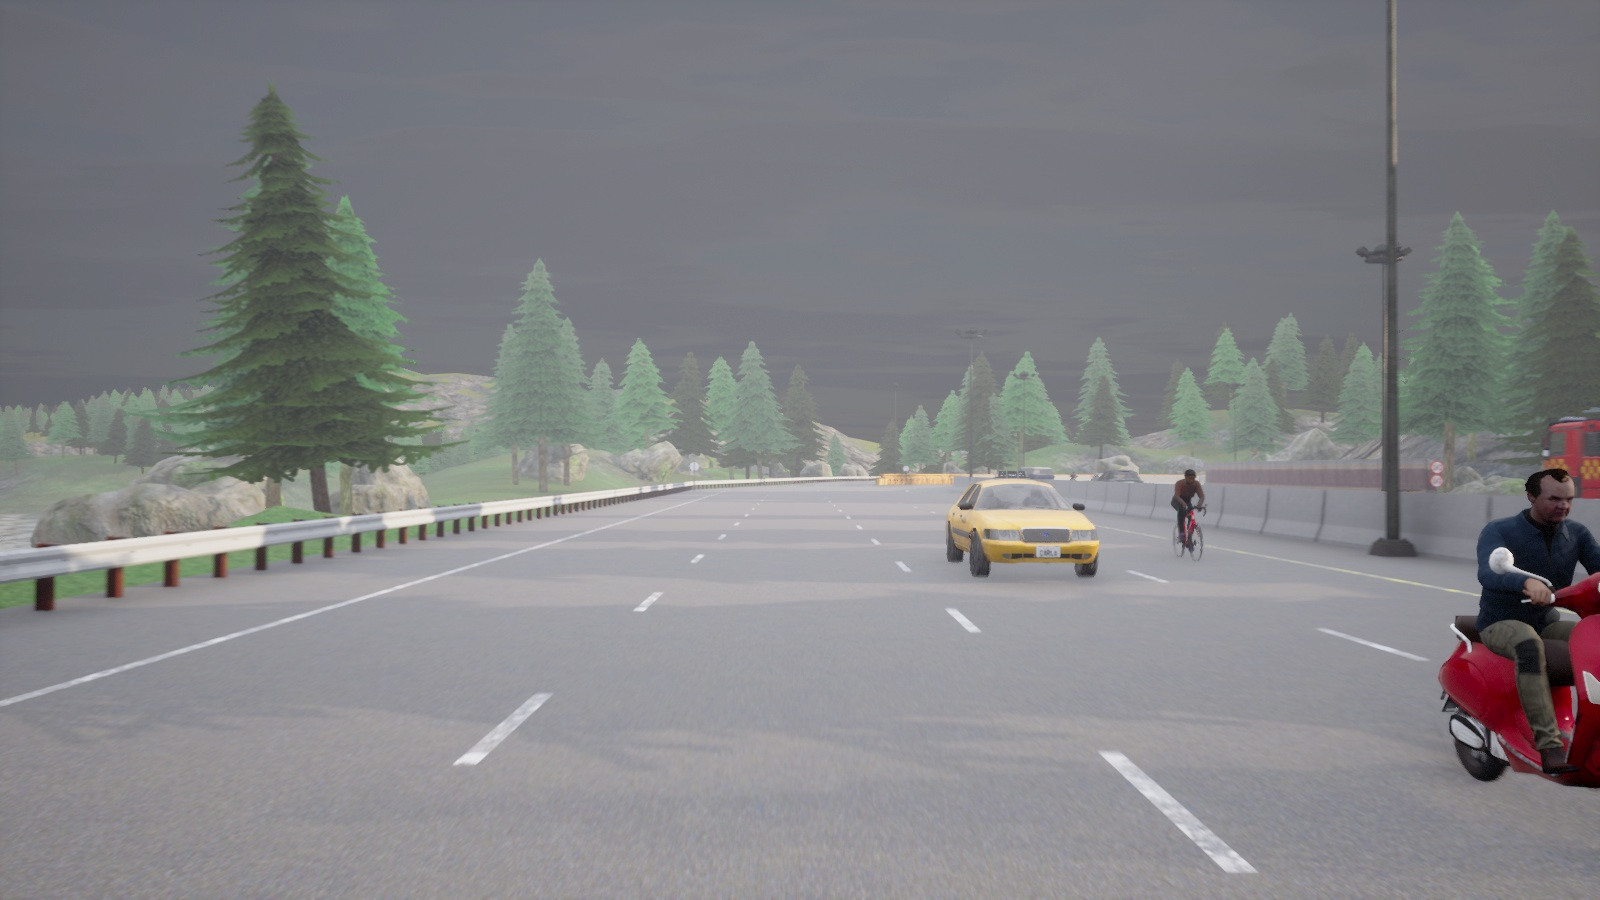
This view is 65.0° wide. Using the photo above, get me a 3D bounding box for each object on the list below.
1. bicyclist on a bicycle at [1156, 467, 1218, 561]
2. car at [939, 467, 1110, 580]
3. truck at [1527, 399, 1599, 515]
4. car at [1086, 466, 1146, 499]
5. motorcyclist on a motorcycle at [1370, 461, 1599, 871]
[{"bbox_3d":[6.947,1.116,22.599,0.582,1.620,1.656,0,-1,0],"label":"bicyclist on a bicycle"},{"bbox_3d":[3.452,1.079,20.346,1.801,1.575,5.366,0,-1,0],"label":"car"},{"bbox_3d":[27.894,0.228,41.381,2.891,3.827,8.468,0,-1,0],"label":"truck"},{"bbox_3d":[17.262,1.752,68.880,2.097,1.767,4.553,0,-1,0],"label":"car"},{"bbox_3d":[3.486,0.851,5.798,0.866,1.590,1.817,0,-1,0],"label":"motorcyclist on a motorcycle"}]
